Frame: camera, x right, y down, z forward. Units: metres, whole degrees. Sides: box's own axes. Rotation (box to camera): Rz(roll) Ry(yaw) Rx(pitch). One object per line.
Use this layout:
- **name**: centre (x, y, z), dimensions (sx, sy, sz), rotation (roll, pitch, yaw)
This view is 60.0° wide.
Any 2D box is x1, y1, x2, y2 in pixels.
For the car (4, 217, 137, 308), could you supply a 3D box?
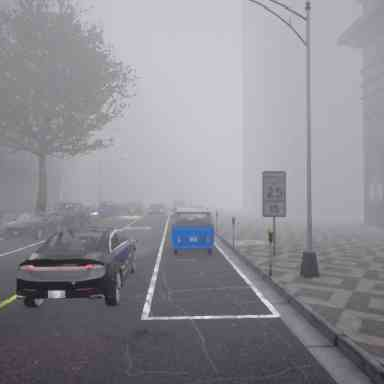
- **car**: centre (-2.492, 1.603, 8.220), dimensions (2.128, 1.511, 4.902), rotation (0, -1, -3)

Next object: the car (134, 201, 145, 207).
- **car**: centre (-12.027, 2.682, 76.275), dimensions (1.887, 1.381, 4.507), rotation (0, -1, -3)

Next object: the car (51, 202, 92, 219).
- **car**: centre (-9.135, 1.656, 24.025), dimensions (2.192, 1.841, 5.009), rotation (0, -1, -3)

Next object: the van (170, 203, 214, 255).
- **van**: centre (-0.045, 1.538, 14.041), dimensions (1.690, 1.788, 3.998), rotation (0, -1, -3)

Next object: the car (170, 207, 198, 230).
- **car**: centre (-0.643, 1.900, 24.846), dimensions (1.887, 1.381, 4.507), rotation (0, -1, -3)

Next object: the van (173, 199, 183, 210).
- **van**: centre (-2.437, 2.187, 57.276), dimensions (1.690, 1.788, 3.998), rotation (0, -1, -3)

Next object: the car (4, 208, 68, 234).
- **car**: centre (-8.844, 1.808, 18.741), dimensions (1.887, 1.381, 4.507), rotation (0, -1, -3)

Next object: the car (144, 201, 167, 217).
- **car**: centre (-4.150, 2.117, 39.183), dimensions (2.033, 1.411, 5.357), rotation (0, -1, -3)

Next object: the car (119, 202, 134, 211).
- **car**: centre (-10.880, 2.342, 55.534), dimensions (1.752, 1.417, 4.829), rotation (0, -1, -3)

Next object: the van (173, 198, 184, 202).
- **van**: centre (-1.839, 2.022, 46.467), dimensions (1.690, 1.788, 3.998), rotation (0, -1, -3)

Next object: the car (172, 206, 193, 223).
- **car**: centre (-0.943, 2.018, 30.251), dimensions (1.802, 1.307, 4.206), rotation (0, -1, -3)

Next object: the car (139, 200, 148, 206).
- **car**: centre (-12.629, 2.858, 87.146), dimensions (2.008, 1.369, 4.403), rotation (0, -1, -3)

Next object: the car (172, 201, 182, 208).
- **car**: centre (-3.036, 2.578, 68.081), dimensions (1.947, 1.339, 4.313), rotation (0, -1, -3)

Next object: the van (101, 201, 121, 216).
- **van**: centre (-10.012, 1.920, 39.865), dimensions (1.690, 1.788, 3.998), rotation (0, -1, -3)

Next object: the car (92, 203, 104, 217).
- **car**: centre (-9.428, 1.971, 29.301), dimensions (2.008, 1.369, 4.403), rotation (0, -1, -3)

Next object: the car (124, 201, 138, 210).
- **car**: centre (-11.181, 2.451, 60.983), dimensions (2.008, 1.369, 4.403), rotation (0, -1, -3)

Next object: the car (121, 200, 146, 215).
- **car**: centre (-7.432, 2.121, 43.197), dimensions (2.128, 1.511, 4.902), rotation (0, -1, -3)

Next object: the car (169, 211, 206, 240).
- **car**: centre (-0.344, 1.842, 19.442), dimensions (1.947, 1.339, 4.313), rotation (0, -1, -3)

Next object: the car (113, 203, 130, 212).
- **car**: centre (-10.597, 2.305, 50.422), dimensions (1.947, 1.339, 4.313), rotation (0, -1, -3)

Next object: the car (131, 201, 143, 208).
- **car**: centre (-11.727, 2.603, 70.839), dimensions (2.008, 1.369, 4.403), rotation (0, -1, -3)
